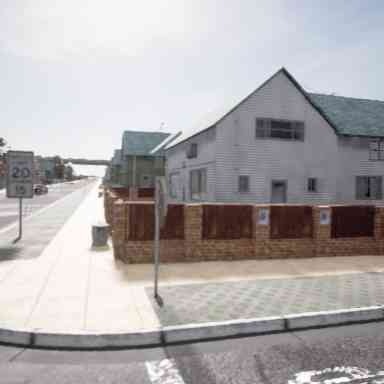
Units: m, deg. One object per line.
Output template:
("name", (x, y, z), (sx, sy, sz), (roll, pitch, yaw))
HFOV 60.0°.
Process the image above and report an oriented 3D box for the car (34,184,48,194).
("car", (-20.954, -0.382, 45.446), (1.895, 1.301, 4.718), (1, 2, -15))
